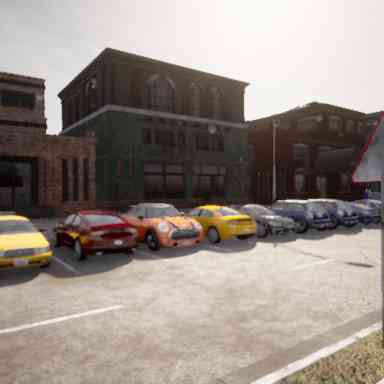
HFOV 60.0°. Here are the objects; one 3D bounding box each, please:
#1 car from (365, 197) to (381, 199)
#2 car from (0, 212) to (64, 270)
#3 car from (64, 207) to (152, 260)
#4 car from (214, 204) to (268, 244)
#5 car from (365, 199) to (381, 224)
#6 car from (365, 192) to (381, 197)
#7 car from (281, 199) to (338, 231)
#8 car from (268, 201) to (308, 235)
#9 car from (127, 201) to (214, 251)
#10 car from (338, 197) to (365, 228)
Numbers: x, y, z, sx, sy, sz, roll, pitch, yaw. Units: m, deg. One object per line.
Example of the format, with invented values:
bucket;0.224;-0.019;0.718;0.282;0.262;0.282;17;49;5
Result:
car;12.131;1.318;23.647;2.231;1.521;4.892;0;0;-35
car;-5.876;1.437;10.605;1.946;1.575;5.366;0;0;-35
car;-3.716;1.423;12.364;2.097;1.535;5.008;0;0;-35
car;0.813;1.388;15.590;2.097;1.535;5.008;0;0;-35
car;9.865;1.369;22.038;2.002;1.452;4.674;0;0;-35
car;16.671;1.045;26.852;2.435;2.045;5.566;0;0;-35
car;5.352;1.230;18.789;2.185;1.767;4.553;0;0;-35
car;3.069;1.373;17.209;2.231;1.521;4.892;0;0;-35
car;-1.474;1.279;14.005;2.185;1.767;4.553;0;0;-35
car;7.617;1.217;20.402;2.185;1.767;4.553;0;0;-35
